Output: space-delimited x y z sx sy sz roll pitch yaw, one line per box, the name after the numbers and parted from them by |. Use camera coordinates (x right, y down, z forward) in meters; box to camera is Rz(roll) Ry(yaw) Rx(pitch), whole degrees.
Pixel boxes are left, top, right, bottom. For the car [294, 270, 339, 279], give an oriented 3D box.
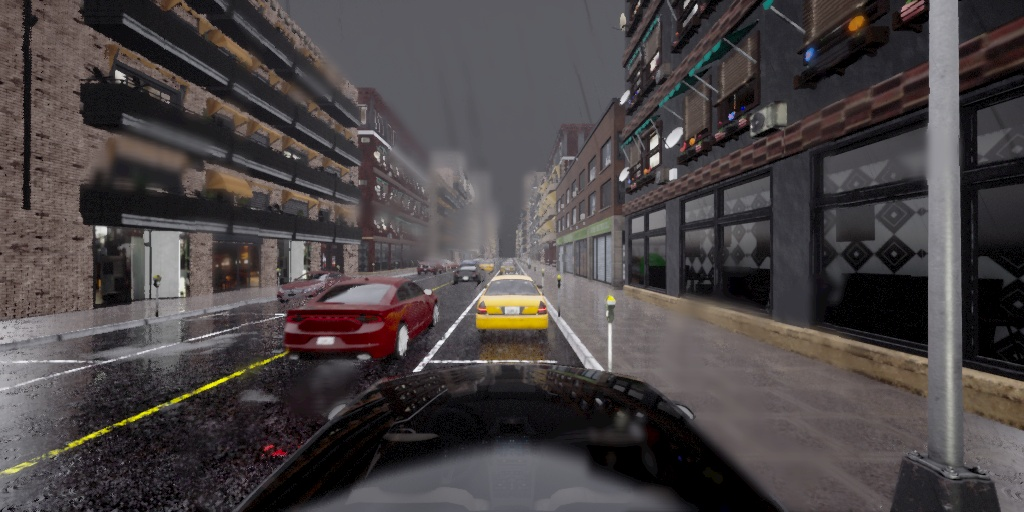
-8.837 1.333 16.462 1.802 1.307 4.207 0 0 0 | car

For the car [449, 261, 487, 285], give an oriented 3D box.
-3.044 1.276 25.806 1.812 1.442 4.674 0 0 0 | car

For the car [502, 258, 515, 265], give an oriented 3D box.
-0.456 1.275 39.173 1.751 1.417 4.829 0 0 0 | car

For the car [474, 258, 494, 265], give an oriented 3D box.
-3.144 1.205 43.502 1.801 1.575 5.366 0 0 0 | car

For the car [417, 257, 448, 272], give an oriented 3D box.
-8.837 1.064 39.007 2.192 1.841 5.009 0 0 0 | car

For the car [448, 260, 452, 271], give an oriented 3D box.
-8.837 1.188 44.643 1.967 1.591 4.097 0 0 0 | car

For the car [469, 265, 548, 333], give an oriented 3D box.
0.005 1.207 10.689 1.801 1.575 5.366 0 0 0 | car

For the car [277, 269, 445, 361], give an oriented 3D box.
-3.045 1.228 8.331 1.882 1.535 5.008 0 0 0 | car
